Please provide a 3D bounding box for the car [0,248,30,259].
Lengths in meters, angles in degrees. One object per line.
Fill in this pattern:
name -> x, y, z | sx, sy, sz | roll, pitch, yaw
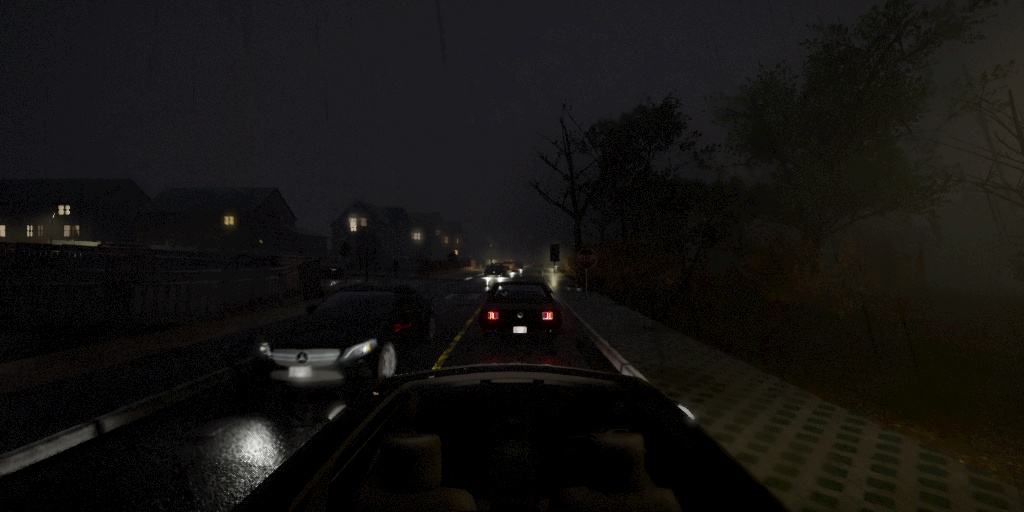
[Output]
car -> -34.093, -0.331, 22.949 | 5.008, 1.535, 1.882 | 3, 0, 1

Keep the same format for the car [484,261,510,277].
car -> -1.601, 1.375, 36.239 | 1.994, 1.385, 4.181 | 0, 0, 3

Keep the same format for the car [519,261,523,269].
car -> 0.906, 1.508, 62.121 | 1.812, 1.442, 4.674 | 0, -1, 7

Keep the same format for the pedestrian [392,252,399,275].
pedestrian -> -9.173, 0.552, 28.297 | 0.375, 1.860, 0.375 | 0, -3, 1

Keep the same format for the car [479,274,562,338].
car -> 0.215, 1.357, 10.192 | 1.895, 1.301, 4.718 | 0, 0, 1

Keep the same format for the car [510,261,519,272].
car -> -0.616, 1.351, 48.090 | 1.882, 1.535, 5.008 | 0, 0, 6

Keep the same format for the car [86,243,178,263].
car -> -23.909, 0.025, 22.736 | 4.553, 1.767, 2.097 | 3, 0, 1

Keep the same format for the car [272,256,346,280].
car -> -12.816, 0.724, 22.506 | 4.674, 1.442, 1.812 | 3, 0, 1

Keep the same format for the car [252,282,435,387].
car -> -2.776, 1.279, 7.074 | 1.812, 1.442, 4.674 | 0, 0, 1
